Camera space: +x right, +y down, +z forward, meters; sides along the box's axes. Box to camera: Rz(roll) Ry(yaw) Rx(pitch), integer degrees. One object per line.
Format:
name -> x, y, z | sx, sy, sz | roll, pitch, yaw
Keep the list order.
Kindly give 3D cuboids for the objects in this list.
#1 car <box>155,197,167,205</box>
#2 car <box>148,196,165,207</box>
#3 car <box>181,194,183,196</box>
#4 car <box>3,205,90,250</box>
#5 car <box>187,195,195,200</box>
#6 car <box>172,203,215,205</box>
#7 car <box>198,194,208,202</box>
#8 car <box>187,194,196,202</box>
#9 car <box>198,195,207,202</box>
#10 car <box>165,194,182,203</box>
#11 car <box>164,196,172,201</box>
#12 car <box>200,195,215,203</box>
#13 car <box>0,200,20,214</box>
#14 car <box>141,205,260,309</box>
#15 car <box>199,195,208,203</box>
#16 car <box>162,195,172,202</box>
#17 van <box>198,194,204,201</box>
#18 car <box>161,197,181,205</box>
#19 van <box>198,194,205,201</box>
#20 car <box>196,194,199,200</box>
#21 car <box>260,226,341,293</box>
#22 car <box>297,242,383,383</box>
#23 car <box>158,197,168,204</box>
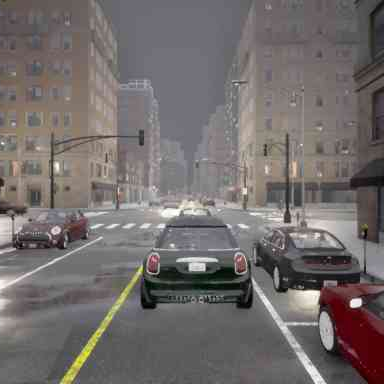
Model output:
car -> -5.922, 1.613, 63.533 | 1.887, 1.381, 4.507 | 0, 0, 0
car -> -5.847, 1.596, 52.517 | 2.008, 1.369, 4.403 | 0, 0, 0
car -> -3.110, 1.438, 69.550 | 2.097, 1.767, 4.553 | 0, 0, 0
car -> -5.813, 1.445, 14.156 | 1.967, 1.590, 4.097 | 0, 0, 0
car -> -0.249, 1.543, 90.051 | 1.994, 1.385, 4.181 | 0, 0, 0
car -> 0.139, 1.497, 15.345 | 2.128, 1.511, 4.902 | 0, 0, 0
car -> 2.602, 1.595, 63.756 | 1.752, 1.417, 4.829 | 0, 0, 0
car -> -0.181, 1.707, 80.076 | 1.895, 1.301, 4.718 | 0, 0, 0
car -> 2.491, 1.560, 80.107 | 1.967, 1.590, 4.097 | 0, 0, 0
car -> -3.107, 1.557, 56.366 | 1.837, 1.490, 4.892 | 0, 0, 0
car -> -6.073, 1.722, 85.565 | 1.802, 1.307, 4.206 | 0, 0, 0
car -> 2.679, 1.590, 52.572 | 1.887, 1.381, 4.507 | 0, 0, 0
car -> -17.594, 1.403, 30.197 | 5.008, 1.535, 1.882 | 0, 0, -2
car -> 0.069, 1.355, 8.043 | 2.097, 1.767, 4.553 | 0, 0, -1
car -> 2.528, 1.541, 74.601 | 1.967, 1.590, 4.097 | 0, 0, 0
car -> -6.035, 1.559, 80.058 | 1.967, 1.590, 4.097 | 0, 0, 0
van -> 2.415, 1.504, 91.122 | 1.690, 1.788, 3.998 | 0, 0, 0
car -> -2.755, 1.631, 42.754 | 1.895, 1.301, 4.718 | 0, 0, -5
van -> 2.453, 1.481, 85.615 | 1.690, 1.788, 3.998 | 0, 0, 0
car -> 2.566, 1.399, 69.094 | 2.192, 1.841, 5.009 | 0, 0, 0
car -> 2.698, 1.553, 8.645 | 2.008, 1.369, 4.403 | 0, 0, 0
car -> 2.684, 1.545, 3.154 | 1.887, 1.381, 4.507 | 0, 0, 0
car -> -5.960, 1.665, 69.041 | 1.802, 1.307, 4.206 | 0, 0, 0
